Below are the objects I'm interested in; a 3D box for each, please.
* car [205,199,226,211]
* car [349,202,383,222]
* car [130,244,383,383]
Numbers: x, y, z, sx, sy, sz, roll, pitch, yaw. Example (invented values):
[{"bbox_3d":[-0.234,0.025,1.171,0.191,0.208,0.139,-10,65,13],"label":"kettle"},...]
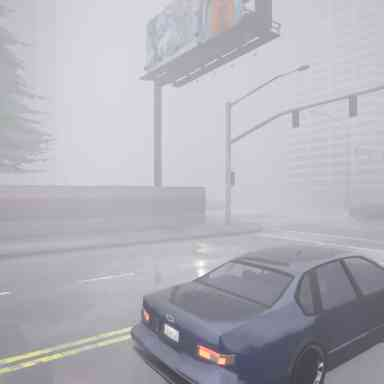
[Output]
[{"bbox_3d":[2.422,1.548,40.586,2.033,1.411,5.357,0,0,-35],"label":"car"},{"bbox_3d":[14.022,1.477,24.079,1.882,1.535,5.008,0,0,-35],"label":"car"},{"bbox_3d":[1.796,1.547,5.044,5.357,1.411,2.033,0,0,-37],"label":"car"}]
